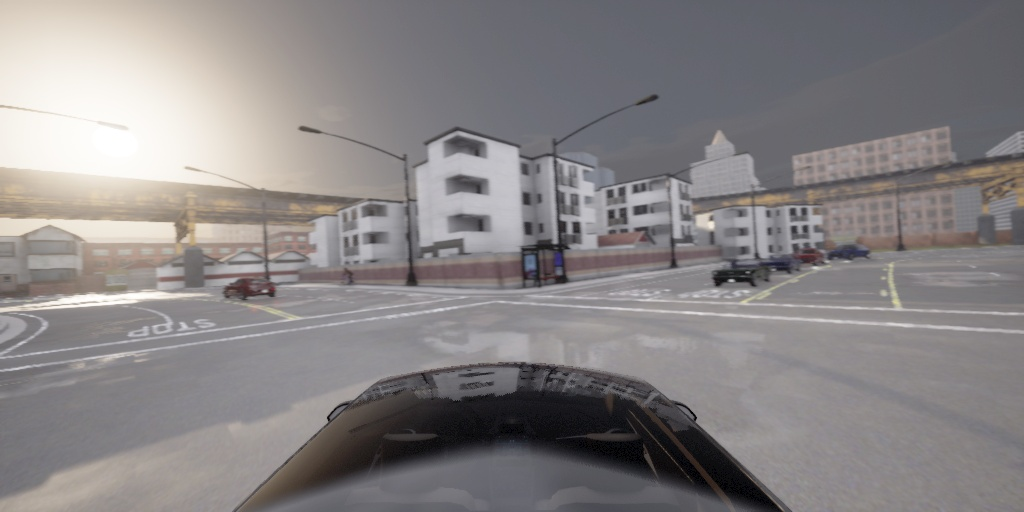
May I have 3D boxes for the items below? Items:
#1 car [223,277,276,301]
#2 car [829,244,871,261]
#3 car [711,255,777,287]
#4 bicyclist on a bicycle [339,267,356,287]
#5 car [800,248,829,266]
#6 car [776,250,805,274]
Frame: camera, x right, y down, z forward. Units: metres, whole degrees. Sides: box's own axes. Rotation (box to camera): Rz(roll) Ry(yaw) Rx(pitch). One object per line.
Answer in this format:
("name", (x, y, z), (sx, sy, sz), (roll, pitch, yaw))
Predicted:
("car", (-17.844, 2.161, 24.393), (4.674, 1.442, 1.812), (-2, 0, 34))
("car", (35.747, -0.482, 38.166), (4.553, 1.767, 2.097), (-3, -1, -21))
("car", (12.391, 0.845, 19.256), (4.718, 1.301, 1.895), (-3, -1, -44))
("bicyclist on a bicycle", (-14.246, 1.811, 31.038), (0.582, 1.620, 1.656), (-3, 0, 33))
("car", (26.955, 0.073, 32.752), (5.008, 1.535, 1.882), (-3, -1, -40))
("car", (19.238, 0.542, 25.766), (4.718, 1.301, 1.895), (-3, -1, -43))
